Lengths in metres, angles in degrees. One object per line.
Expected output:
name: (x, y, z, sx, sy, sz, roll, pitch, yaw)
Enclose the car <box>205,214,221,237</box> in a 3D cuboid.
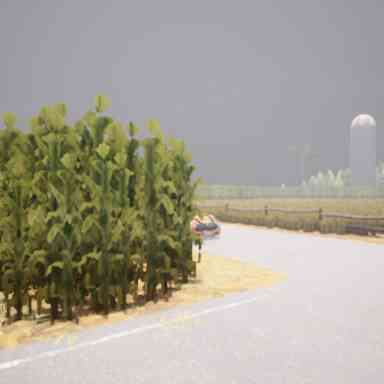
car: (-0.566, 1.337, 17.025, 2.097, 1.767, 4.553, 0, 0, -35)
